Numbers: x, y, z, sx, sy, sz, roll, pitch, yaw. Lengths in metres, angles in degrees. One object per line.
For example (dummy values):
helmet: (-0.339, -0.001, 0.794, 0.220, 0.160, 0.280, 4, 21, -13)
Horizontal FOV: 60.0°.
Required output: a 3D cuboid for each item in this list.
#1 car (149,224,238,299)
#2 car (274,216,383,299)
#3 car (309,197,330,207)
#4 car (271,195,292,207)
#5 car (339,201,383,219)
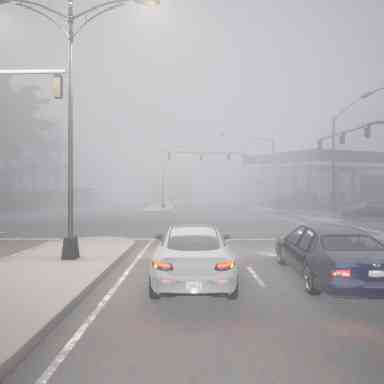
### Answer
car: (0.029, 1.526, 8.303, 1.812, 1.442, 4.674, 0, 0, 0)
car: (3.508, 1.547, 8.611, 2.033, 1.411, 5.357, 0, 0, 3)
car: (18.622, 1.456, 48.737, 1.970, 1.475, 3.806, 0, 0, 0)
car: (12.882, 1.295, 47.935, 2.242, 1.667, 4.611, 0, 0, 0)
car: (14.744, 1.526, 27.801, 4.674, 1.442, 1.812, 0, 0, -1)
